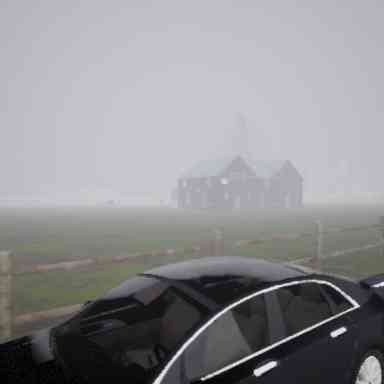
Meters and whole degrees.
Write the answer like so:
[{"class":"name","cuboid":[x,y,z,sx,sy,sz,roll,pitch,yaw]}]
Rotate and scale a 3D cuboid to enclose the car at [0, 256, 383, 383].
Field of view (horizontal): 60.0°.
[{"class":"car","cuboid":[0.075,1.500,3.167,4.892,1.490,1.837,0,0,-36]}]
